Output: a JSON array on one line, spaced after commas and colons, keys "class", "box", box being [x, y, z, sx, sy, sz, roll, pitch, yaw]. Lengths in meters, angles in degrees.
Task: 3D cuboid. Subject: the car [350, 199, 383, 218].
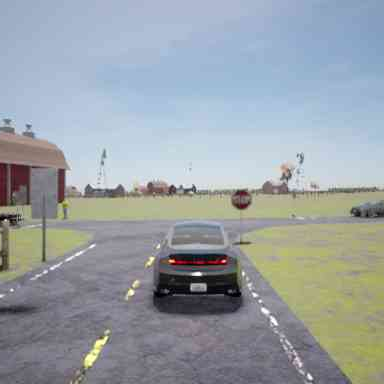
[{"class": "car", "box": [14.819, 1.280, 26.310, 4.181, 1.385, 1.994, -1, 0, -3]}]

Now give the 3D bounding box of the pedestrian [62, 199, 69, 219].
[{"class": "pedestrian", "box": [-11.138, 1.460, 29.265, 0.375, 1.860, 0.375, 0, 0, 4]}]

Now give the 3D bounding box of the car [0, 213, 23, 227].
[{"class": "car", "box": [-14.633, 1.784, 23.606, 4.718, 1.301, 1.895, -1, -1, 5]}]

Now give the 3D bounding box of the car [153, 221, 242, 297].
[{"class": "car", "box": [0.118, 1.497, 8.520, 1.837, 1.490, 4.892, 0, 0, 0]}]
